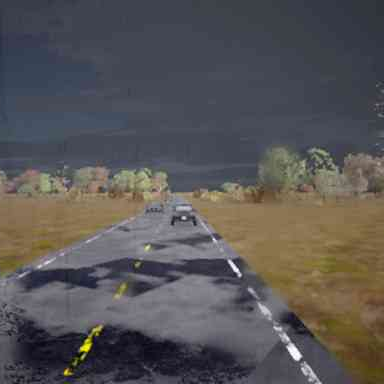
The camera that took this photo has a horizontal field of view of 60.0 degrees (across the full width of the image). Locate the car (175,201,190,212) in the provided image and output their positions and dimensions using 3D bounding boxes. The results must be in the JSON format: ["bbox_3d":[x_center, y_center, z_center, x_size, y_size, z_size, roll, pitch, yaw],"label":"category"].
[{"bbox_3d":[-1.210,1.809,42.709,1.895,1.301,4.718,0,0,-2],"label":"car"}]

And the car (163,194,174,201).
[{"bbox_3d":[-5.524,1.523,78.783,2.150,2.045,5.566,0,0,-2],"label":"car"}]

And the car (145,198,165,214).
[{"bbox_3d":[-4.252,1.756,38.223,1.994,1.385,4.181,0,0,-2],"label":"car"}]

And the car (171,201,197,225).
[{"bbox_3d":[-0.631,1.649,25.407,1.812,1.442,4.674,0,0,-2],"label":"car"}]
